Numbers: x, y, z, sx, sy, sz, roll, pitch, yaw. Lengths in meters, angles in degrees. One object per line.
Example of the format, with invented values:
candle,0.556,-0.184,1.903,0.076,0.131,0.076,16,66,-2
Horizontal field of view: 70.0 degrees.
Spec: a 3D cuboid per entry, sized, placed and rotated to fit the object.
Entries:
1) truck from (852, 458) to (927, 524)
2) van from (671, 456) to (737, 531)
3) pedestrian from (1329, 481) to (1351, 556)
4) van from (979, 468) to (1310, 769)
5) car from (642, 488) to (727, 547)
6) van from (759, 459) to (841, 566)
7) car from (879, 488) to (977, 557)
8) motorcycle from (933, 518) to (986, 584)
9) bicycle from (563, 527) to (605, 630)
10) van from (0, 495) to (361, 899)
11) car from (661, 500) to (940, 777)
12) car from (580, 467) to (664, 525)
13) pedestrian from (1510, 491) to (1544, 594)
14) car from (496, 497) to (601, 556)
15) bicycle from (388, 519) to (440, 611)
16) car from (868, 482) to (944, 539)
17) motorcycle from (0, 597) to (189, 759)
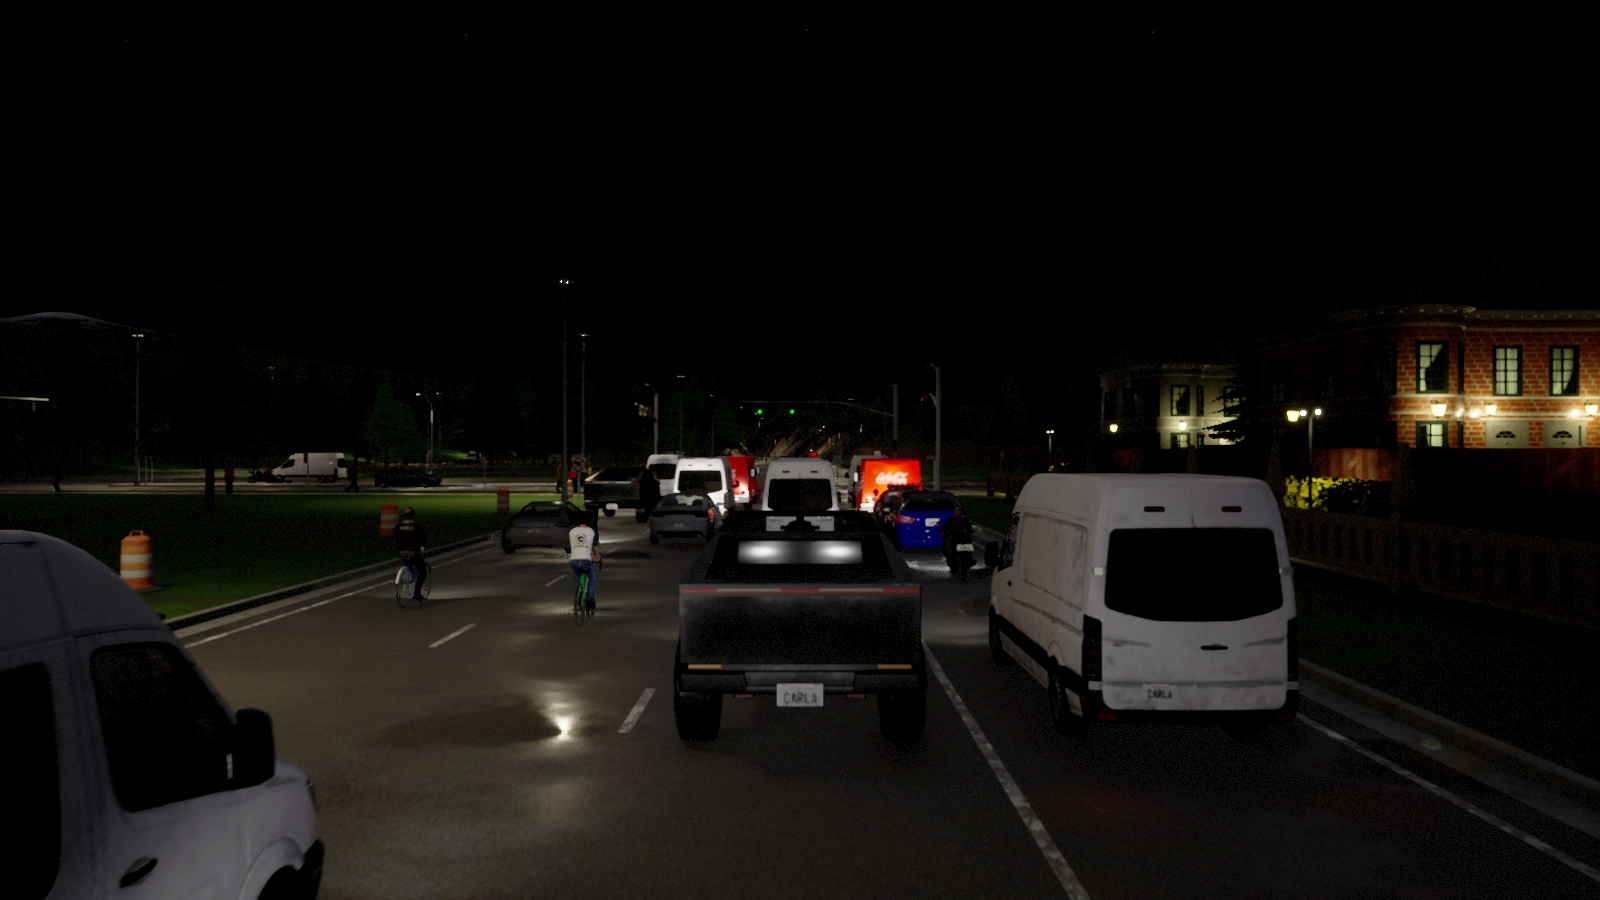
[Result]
truck,3.499,1.569,45.846,2.627,2.467,5.204,0,0,0
van,-3.504,1.537,42.800,1.988,2.561,5.915,0,0,0
pedestrian,13.440,1.698,28.450,0.375,1.860,0.375,0,0,1
van,3.497,1.535,13.026,1.988,2.561,5.915,0,0,0
car,-3.495,2.036,35.514,2.097,1.535,5.006,0,0,0
van,-0.003,1.536,30.647,1.988,2.561,5.915,0,0,0
car,3.501,1.966,32.090,2.242,1.667,4.611,0,0,0
motorcycle,3.501,2.206,25.296,0.867,1.251,2.209,0,0,0
bicycle,-3.499,2.057,18.610,0.373,1.496,1.643,0,0,0
van,-3.505,1.534,3.579,1.988,2.561,5.915,0,0,0
car,0.001,1.754,12.920,2.390,2.098,6.274,0,0,0
car,-7.000,1.756,45.607,2.390,2.098,6.274,0,0,0
pedestrian,13.367,1.697,21.008,0.375,1.860,0.375,0,0,1
car,-7.010,2.120,32.278,1.994,1.385,4.181,0,0,1
bicycle,-7.005,2.061,20.784,0.329,1.471,1.835,0,1,0
car,3.501,1.984,38.610,2.097,1.638,5.238,0,0,0
motorcycle,-6.999,2.187,11.325,0.803,1.199,2.033,0,0,0
